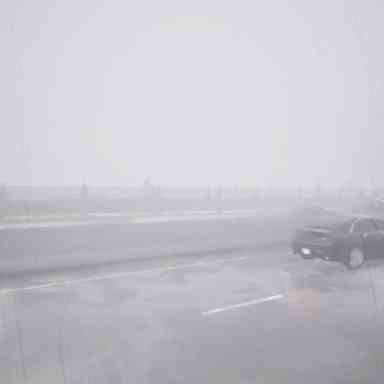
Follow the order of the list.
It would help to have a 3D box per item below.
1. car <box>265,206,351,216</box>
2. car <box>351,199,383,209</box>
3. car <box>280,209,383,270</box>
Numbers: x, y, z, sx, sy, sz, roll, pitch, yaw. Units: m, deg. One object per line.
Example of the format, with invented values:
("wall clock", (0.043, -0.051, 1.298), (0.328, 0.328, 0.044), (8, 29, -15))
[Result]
("car", (6.456, 1.512, 19.543), (5.357, 1.411, 2.033), (0, 0, -25))
("car", (17.116, 1.476, 31.337), (4.892, 1.490, 1.837), (0, 0, -19))
("car", (5.459, 1.492, 10.916), (4.892, 1.490, 1.837), (0, 0, -29))
